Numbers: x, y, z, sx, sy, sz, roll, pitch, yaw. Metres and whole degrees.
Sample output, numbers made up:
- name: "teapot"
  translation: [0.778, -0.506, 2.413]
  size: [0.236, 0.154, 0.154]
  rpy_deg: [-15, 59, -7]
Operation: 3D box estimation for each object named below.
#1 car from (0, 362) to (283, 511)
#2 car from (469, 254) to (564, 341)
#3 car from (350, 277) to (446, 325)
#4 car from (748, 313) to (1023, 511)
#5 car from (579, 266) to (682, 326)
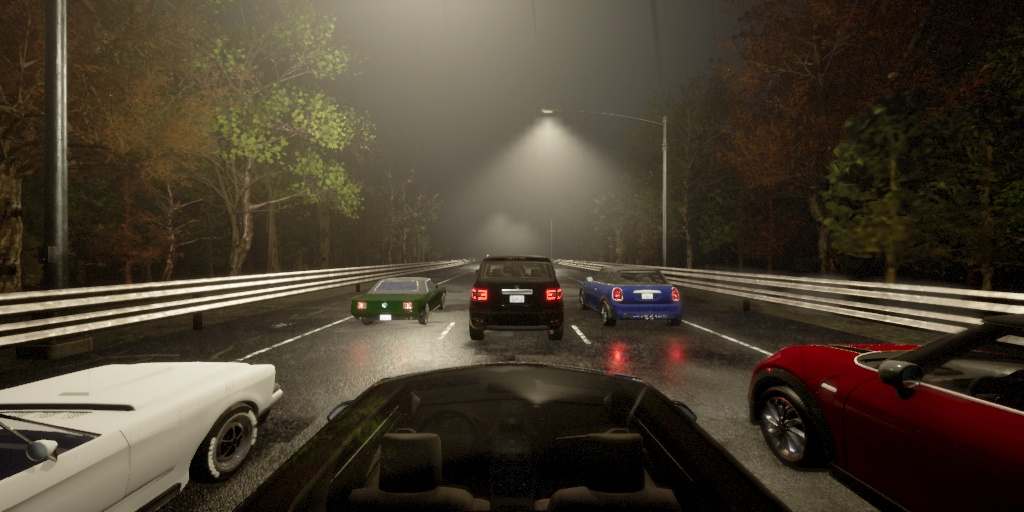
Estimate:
- name: "car"
  translation: [-3.401, 1.351, 1.707]
  size: [1.895, 1.301, 4.718]
  rpy_deg: [0, 0, 0]
- name: "car"
  translation: [0.103, 0.970, 10.045]
  size: [2.150, 2.045, 5.566]
  rpy_deg: [0, 0, 0]
- name: "car"
  translation: [-3.395, 1.348, 11.762]
  size: [1.895, 1.301, 4.718]
  rpy_deg: [0, 0, -1]
- name: "car"
  translation: [3.595, 1.102, 1.992]
  size: [2.097, 1.767, 4.553]
  rpy_deg: [0, 0, 0]
- name: "car"
  translation: [3.605, 1.099, 11.744]
  size: [2.097, 1.767, 4.553]
  rpy_deg: [0, 0, -1]
